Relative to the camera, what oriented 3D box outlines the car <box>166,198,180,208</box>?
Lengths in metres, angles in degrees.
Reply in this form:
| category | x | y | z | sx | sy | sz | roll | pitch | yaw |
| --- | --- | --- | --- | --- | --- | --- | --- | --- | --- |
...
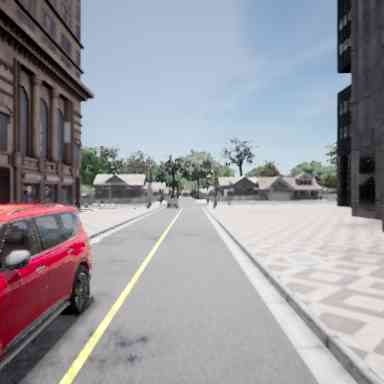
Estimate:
| category | x | y | z | sx | sy | sz | roll | pitch | yaw |
| --- | --- | --- | --- | --- | --- | --- | --- | --- | --- |
| car | -3.005 | 1.799 | 52.716 | 1.837 | 1.490 | 4.892 | 0 | -1 | 0 |

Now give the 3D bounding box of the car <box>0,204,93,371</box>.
| category | x | y | z | sx | sy | sz | roll | pitch | yaw |
| --- | --- | --- | --- | --- | --- | --- | --- | --- | --- |
| car | -3.098 | 1.238 | 4.640 | 2.150 | 2.045 | 5.566 | 0 | 0 | 0 |
